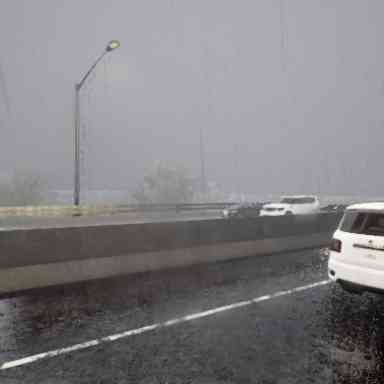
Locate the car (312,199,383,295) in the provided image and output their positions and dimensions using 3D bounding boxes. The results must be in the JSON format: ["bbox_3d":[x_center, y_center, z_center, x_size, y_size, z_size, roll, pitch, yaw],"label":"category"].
[{"bbox_3d":[5.422,1.252,7.572,5.566,2.045,2.150,0,0,-35],"label":"car"}]

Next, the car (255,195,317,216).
[{"bbox_3d":[8.047,1.305,26.730,5.566,2.045,2.150,0,0,-35],"label":"car"}]

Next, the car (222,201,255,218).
[{"bbox_3d":[4.767,1.567,28.709,4.902,1.511,2.128,0,0,-35],"label":"car"}]

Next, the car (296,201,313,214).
[{"bbox_3d":[9.913,1.588,23.759,4.892,1.490,1.837,0,0,-35],"label":"car"}]
